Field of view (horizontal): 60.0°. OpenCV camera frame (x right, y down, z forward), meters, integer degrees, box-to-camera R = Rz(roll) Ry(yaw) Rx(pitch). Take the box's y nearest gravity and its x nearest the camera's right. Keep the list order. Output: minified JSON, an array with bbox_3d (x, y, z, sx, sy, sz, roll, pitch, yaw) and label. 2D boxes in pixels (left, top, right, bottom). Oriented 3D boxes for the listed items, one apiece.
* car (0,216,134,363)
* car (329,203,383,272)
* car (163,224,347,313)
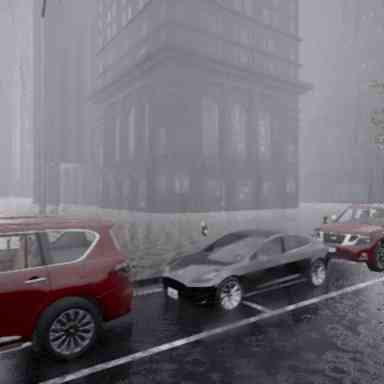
[{"bbox_3d":[-3.215,1.315,4.356,5.009,1.841,2.192,0,0,-35],"label":"car"},{"bbox_3d":[6.029,1.318,10.949,5.009,1.841,2.192,0,0,-35],"label":"car"},{"bbox_3d":[1.407,1.567,7.652,4.313,1.339,1.947,0,0,-35],"label":"car"}]
